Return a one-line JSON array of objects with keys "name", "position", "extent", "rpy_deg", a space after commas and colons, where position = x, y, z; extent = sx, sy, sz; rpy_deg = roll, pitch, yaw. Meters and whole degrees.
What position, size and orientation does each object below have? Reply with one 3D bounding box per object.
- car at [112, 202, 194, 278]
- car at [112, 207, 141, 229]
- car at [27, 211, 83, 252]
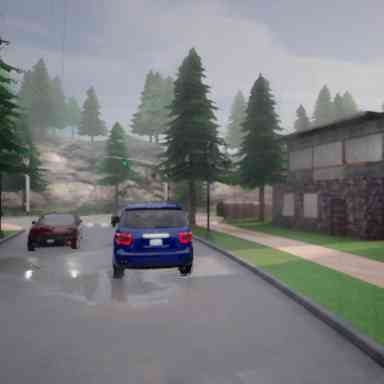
[{"name": "car", "position": [-1.394, 1.340, 10.802], "extent": [2.150, 2.045, 5.566], "rpy_deg": [0, 0, -11]}, {"name": "car", "position": [-4.950, 1.868, 24.667], "extent": [1.895, 1.301, 4.718], "rpy_deg": [0, -1, -14]}, {"name": "car", "position": [-6.042, 1.648, 15.145], "extent": [1.882, 1.535, 5.008], "rpy_deg": [0, -1, -15]}]
